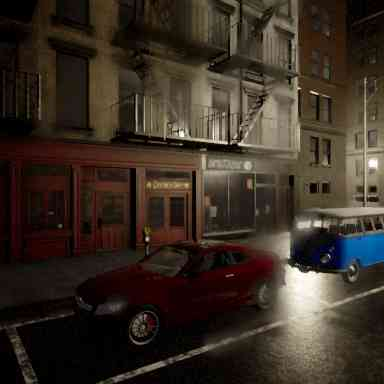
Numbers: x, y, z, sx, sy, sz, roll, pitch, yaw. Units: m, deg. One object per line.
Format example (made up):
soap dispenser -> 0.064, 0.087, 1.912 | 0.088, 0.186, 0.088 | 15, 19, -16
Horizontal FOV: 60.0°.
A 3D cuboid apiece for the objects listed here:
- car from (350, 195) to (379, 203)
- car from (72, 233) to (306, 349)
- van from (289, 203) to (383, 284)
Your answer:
car -> 17.141, 1.295, 30.101 | 2.150, 2.045, 5.566 | 0, 0, -34
car -> -0.005, 1.582, 6.176 | 4.206, 1.307, 1.802 | 0, 0, -35
van -> 4.410, 1.341, 9.296 | 3.998, 1.788, 1.690 | 0, 0, -35
